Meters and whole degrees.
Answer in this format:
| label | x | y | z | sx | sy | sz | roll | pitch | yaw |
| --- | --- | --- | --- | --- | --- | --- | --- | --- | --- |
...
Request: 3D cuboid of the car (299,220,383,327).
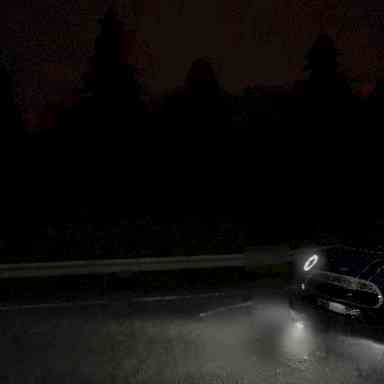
| label | x | y | z | sx | sy | sz | roll | pitch | yaw |
| --- | --- | --- | --- | --- | --- | --- | --- | --- | --- |
| car | 4.346 | 1.406 | 6.992 | 4.553 | 1.767 | 2.097 | 0 | 0 | -35 |
